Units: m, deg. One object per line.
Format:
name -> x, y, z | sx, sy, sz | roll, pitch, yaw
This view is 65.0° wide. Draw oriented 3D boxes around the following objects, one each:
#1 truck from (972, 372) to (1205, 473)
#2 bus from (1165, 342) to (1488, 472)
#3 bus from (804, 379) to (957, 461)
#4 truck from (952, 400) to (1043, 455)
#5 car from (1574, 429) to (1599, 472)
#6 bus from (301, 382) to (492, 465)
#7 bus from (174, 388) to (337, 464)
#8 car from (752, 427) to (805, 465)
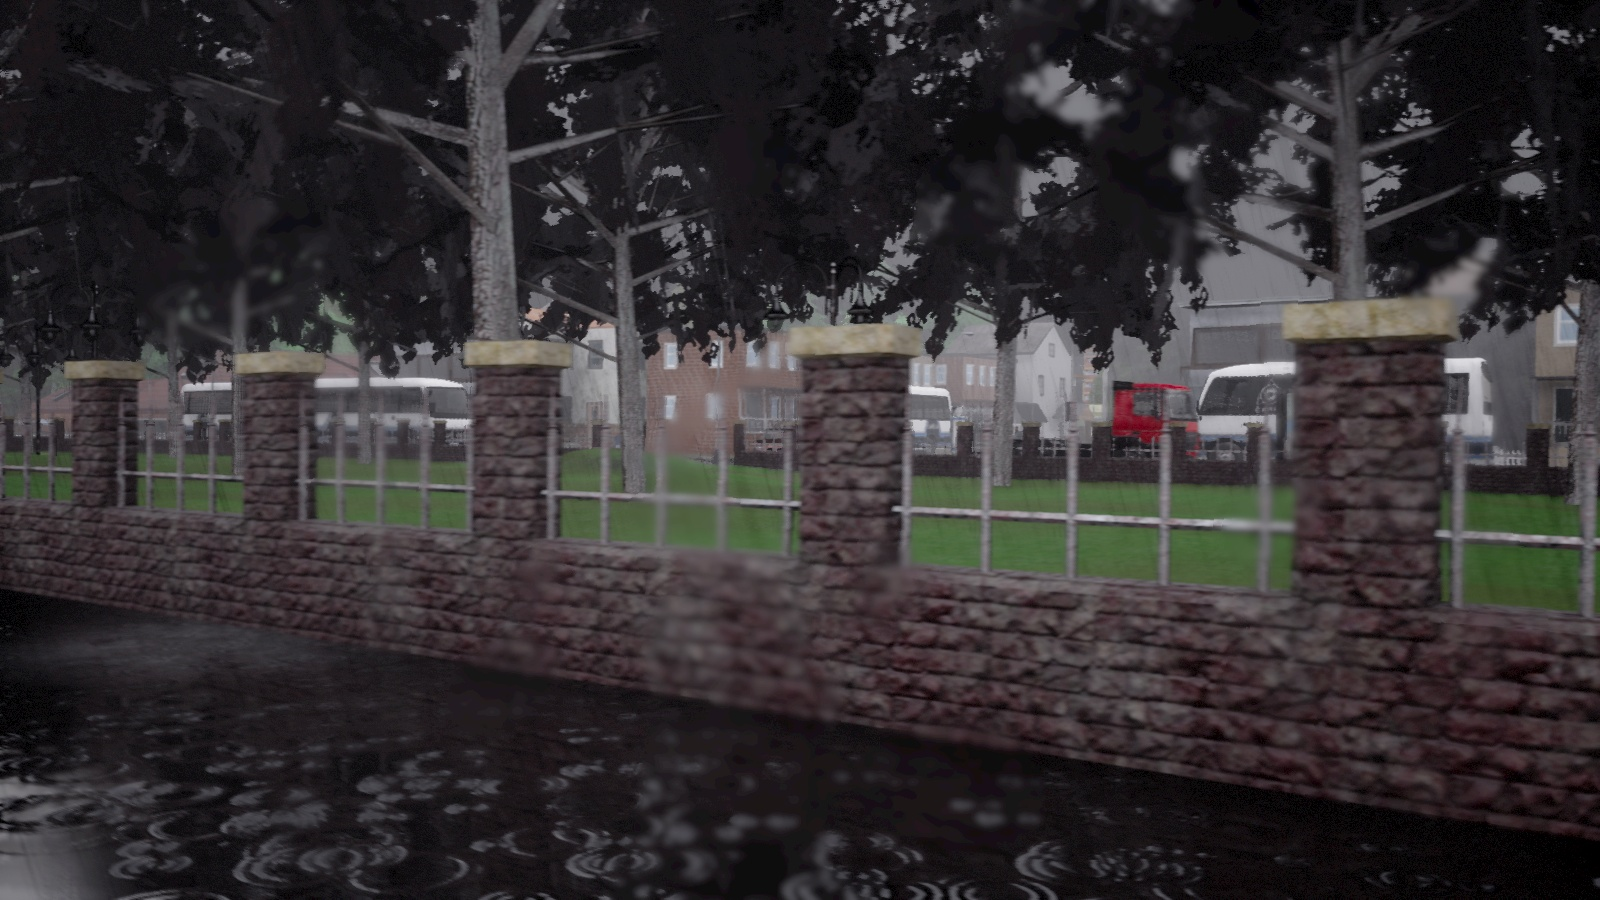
truck -> 10.632, -0.985, 46.724 | 7.936, 3.462, 2.891 | 0, 1, 37
bus -> 19.063, -1.444, 45.876 | 10.273, 4.253, 3.944 | 0, 1, 35
bus -> 4.749, -1.655, 70.845 | 3.944, 4.253, 10.273 | 0, 1, 34
truck -> 13.238, -1.511, 83.561 | 2.891, 3.462, 7.936 | 0, 1, 34
car -> 27.380, -0.004, 40.370 | 4.181, 1.385, 1.994 | 0, 1, 33
bus -> -21.946, -1.376, 68.130 | 10.273, 4.253, 3.944 | 0, 1, 30
bus -> -32.578, -1.373, 74.943 | 10.273, 4.253, 3.944 | 0, 1, 34
car -> -0.953, -0.210, 58.129 | 2.242, 1.667, 4.611 | -1, 1, 2
